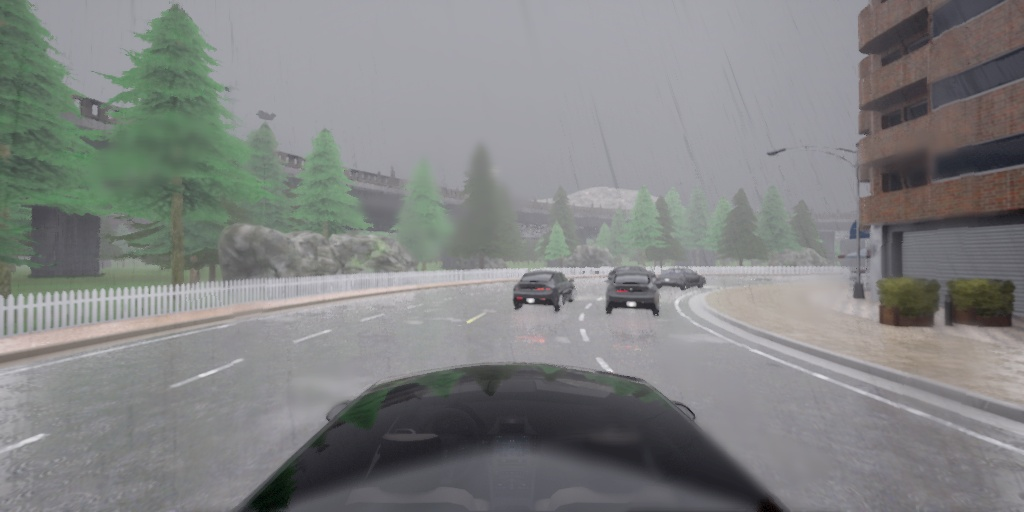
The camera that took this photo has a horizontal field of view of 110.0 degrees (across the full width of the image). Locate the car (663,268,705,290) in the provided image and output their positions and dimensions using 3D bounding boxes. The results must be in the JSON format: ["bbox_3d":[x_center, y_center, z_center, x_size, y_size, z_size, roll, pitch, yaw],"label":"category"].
[{"bbox_3d":[11.526,1.530,24.517,4.181,1.385,1.994,0,-1,-41],"label":"car"}]

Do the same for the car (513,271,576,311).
[{"bbox_3d":[1.490,1.386,15.414,1.837,1.490,4.892,0,0,19],"label":"car"}]

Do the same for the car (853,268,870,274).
[{"bbox_3d":[42.305,1.731,41.318,4.718,1.301,1.895,0,-1,0],"label":"car"}]

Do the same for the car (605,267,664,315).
[{"bbox_3d":[4.822,1.377,14.339,1.837,1.490,4.892,0,0,19],"label":"car"}]
